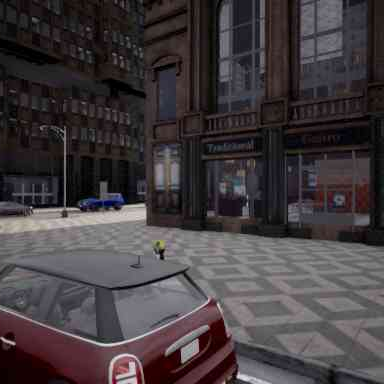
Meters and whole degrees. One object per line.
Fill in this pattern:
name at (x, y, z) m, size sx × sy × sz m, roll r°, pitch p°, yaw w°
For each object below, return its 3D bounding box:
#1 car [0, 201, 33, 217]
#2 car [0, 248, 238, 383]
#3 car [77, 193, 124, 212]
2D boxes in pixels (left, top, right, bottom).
car at (-16.268, 1.527, 29.189) m, size 1.994 × 1.385 × 4.181 m, roll 0°, pitch 0°, yaw 35°
car at (-1.596, 1.440, 4.098) m, size 4.097 × 1.590 × 1.967 m, roll 0°, pitch 0°, yaw 35°
car at (-10.263, 1.164, 37.687) m, size 2.150 × 2.045 × 5.566 m, roll 0°, pitch 0°, yaw 35°
